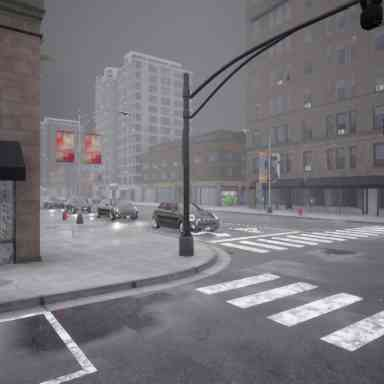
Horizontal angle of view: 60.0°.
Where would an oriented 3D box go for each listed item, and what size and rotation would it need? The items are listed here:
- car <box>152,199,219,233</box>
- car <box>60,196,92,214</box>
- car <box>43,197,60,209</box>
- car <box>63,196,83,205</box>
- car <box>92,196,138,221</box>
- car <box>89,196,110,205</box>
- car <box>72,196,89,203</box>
[{"bbox_3d":[-0.478,1.332,19.267,2.097,1.767,4.553,0,0,-36],"label":"car"},{"bbox_3d":[-12.237,1.454,35.549,1.837,1.490,4.892,0,0,-36],"label":"car"},{"bbox_3d":[-18.296,1.439,43.998,1.837,1.490,4.892,0,0,-35],"label":"car"},{"bbox_3d":[-21.393,1.450,59.649,2.033,1.411,5.357,0,0,-36],"label":"car"},{"bbox_3d":[-6.179,1.317,27.155,2.097,1.767,4.553,0,0,-36],"label":"car"},{"bbox_3d":[-16.143,1.411,57.919,1.837,1.490,4.892,0,0,-36],"label":"car"},{"bbox_3d":[-22.228,1.452,66.335,1.994,1.385,4.181,0,0,-36],"label":"car"}]
